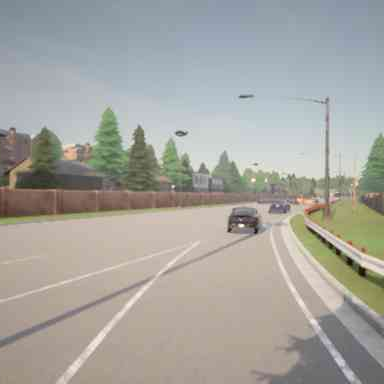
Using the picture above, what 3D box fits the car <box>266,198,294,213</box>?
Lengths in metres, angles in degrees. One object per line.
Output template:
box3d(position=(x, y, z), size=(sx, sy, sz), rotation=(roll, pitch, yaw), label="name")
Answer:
box3d(position=(11.347, 1.762, 42.757), size=(2.097, 1.767, 4.553), rotation=(0, 0, 25), label="car")

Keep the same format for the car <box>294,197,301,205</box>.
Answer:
box3d(position=(23.621, 2.289, 77.161), size=(1.812, 1.442, 4.674), rotation=(0, 0, 25), label="car")

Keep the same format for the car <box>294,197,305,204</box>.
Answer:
box3d(position=(27.903, 2.093, 86.170), size=(2.097, 1.767, 4.553), rotation=(0, 0, 25), label="car")

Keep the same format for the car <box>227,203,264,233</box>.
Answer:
box3d(position=(3.429, 1.692, 21.379), size=(1.837, 1.490, 4.892), rotation=(0, 0, 15), label="car")

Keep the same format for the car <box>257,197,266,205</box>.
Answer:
box3d(position=(17.287, 2.089, 80.139), size=(2.097, 1.767, 4.553), rotation=(0, 0, 25), label="car")

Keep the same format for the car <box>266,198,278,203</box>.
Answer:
box3d(position=(21.592, 2.248, 89.200), size=(2.033, 1.411, 5.357), rotation=(0, 0, 25), label="car")

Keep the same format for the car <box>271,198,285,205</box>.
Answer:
box3d(position=(20.281, 2.270, 78.287), size=(2.128, 1.511, 4.902), rotation=(0, 0, 25), label="car")

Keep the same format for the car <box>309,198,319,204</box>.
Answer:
box3d(position=(31.075, 2.294, 84.694), size=(2.033, 1.411, 5.357), rotation=(0, 0, 25), label="car")

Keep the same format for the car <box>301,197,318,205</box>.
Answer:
box3d(position=(26.770, 2.135, 75.633), size=(2.097, 1.767, 4.553), rotation=(0, 0, 25), label="car")

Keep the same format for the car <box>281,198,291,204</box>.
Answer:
box3d(position=(24.753, 2.247, 87.698), size=(1.812, 1.442, 4.674), rotation=(0, 0, 25), label="car")
